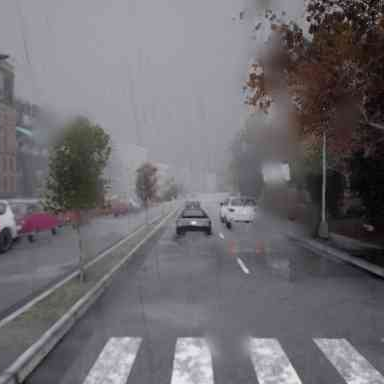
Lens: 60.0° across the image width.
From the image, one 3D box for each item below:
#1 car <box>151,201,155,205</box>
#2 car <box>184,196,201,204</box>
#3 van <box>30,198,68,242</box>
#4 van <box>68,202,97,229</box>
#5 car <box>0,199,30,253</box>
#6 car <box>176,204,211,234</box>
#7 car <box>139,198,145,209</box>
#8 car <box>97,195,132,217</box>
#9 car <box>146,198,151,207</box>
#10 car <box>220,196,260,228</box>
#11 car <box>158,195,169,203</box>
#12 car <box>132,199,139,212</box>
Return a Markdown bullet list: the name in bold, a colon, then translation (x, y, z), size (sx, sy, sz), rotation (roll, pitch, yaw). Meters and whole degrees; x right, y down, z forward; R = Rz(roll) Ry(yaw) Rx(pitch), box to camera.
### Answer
- **car**: translation (-7.919, 1.640, 55.576), size (2.002, 1.452, 4.674), rotation (0, 0, 0)
- **car**: translation (0.090, 1.621, 41.383), size (1.837, 1.490, 4.892), rotation (0, 0, 0)
- **van**: translation (-8.124, 1.323, 16.632), size (1.878, 1.987, 4.442), rotation (0, 0, 0)
- **van**: translation (-8.094, 1.340, 22.179), size (1.878, 1.987, 4.442), rotation (0, 0, 0)
- **car**: translation (-8.152, 1.279, 11.174), size (2.435, 2.045, 5.566), rotation (0, 0, 0)
- **car**: translation (0.094, 1.637, 19.787), size (1.994, 1.385, 4.181), rotation (0, 0, 0)
- **car**: translation (-7.978, 1.640, 44.483), size (2.002, 1.452, 4.674), rotation (0, 0, 0)
- **car**: translation (-8.036, 1.337, 33.360), size (2.435, 2.045, 5.566), rotation (0, 0, 0)
- **car**: translation (-7.948, 1.630, 49.999), size (2.163, 1.488, 4.792), rotation (0, 0, 0)
- **car**: translation (3.239, 1.304, 23.257), size (2.150, 2.045, 5.566), rotation (0, 0, 0)
- **car**: translation (-7.592, 1.588, 81.714), size (2.163, 1.488, 4.792), rotation (0, 0, 3)
- **car**: translation (-8.007, 1.626, 38.904), size (2.163, 1.488, 4.792), rotation (0, 0, 0)
